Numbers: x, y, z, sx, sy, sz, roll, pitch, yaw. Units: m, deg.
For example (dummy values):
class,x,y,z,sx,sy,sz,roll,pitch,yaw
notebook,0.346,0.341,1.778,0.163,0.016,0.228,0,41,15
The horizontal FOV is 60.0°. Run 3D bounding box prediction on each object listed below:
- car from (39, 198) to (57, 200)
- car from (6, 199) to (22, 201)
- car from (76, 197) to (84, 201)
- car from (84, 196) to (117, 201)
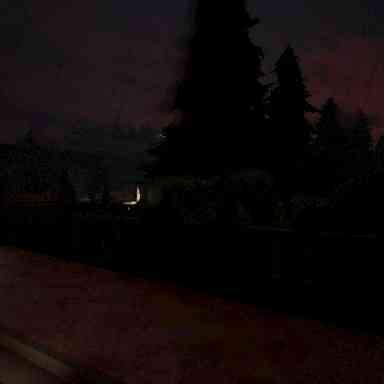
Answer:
class,x,y,z,sx,sy,sz,roll,pitch,yaw
car,-20.454,1.526,46.320,1.812,1.442,4.674,0,0,36
car,-25.029,1.601,45.955,1.895,1.301,4.718,0,0,36
car,-17.582,1.433,56.331,1.812,1.442,4.674,0,1,35
car,-14.557,1.390,54.545,2.128,1.511,4.902,0,2,36
